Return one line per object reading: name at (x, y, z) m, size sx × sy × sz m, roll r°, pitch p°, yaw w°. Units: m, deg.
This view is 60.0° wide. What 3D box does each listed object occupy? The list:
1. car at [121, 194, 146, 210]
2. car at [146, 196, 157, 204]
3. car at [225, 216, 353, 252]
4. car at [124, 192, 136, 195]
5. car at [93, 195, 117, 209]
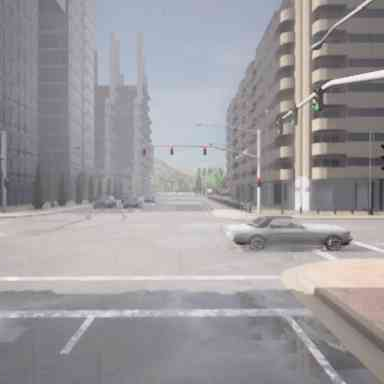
car at (-7.399, 1.384, 41.694) m, size 1.837 × 1.490 × 4.892 m, roll 0°, pitch 0°, yaw 0°
car at (-7.500, 1.374, 60.164) m, size 2.033 × 1.411 × 5.357 m, roll 0°, pitch 0°, yaw 0°
car at (3.787, 1.611, 13.353) m, size 4.718 × 1.301 × 1.895 m, roll 0°, pitch 0°, yaw -1°
car at (-10.996, 1.054, 58.878) m, size 2.150 × 2.045 × 5.566 m, roll 0°, pitch 0°, yaw 0°
car at (-10.900, 1.231, 41.802) m, size 2.097 × 1.767 × 4.553 m, roll 0°, pitch 0°, yaw 0°
